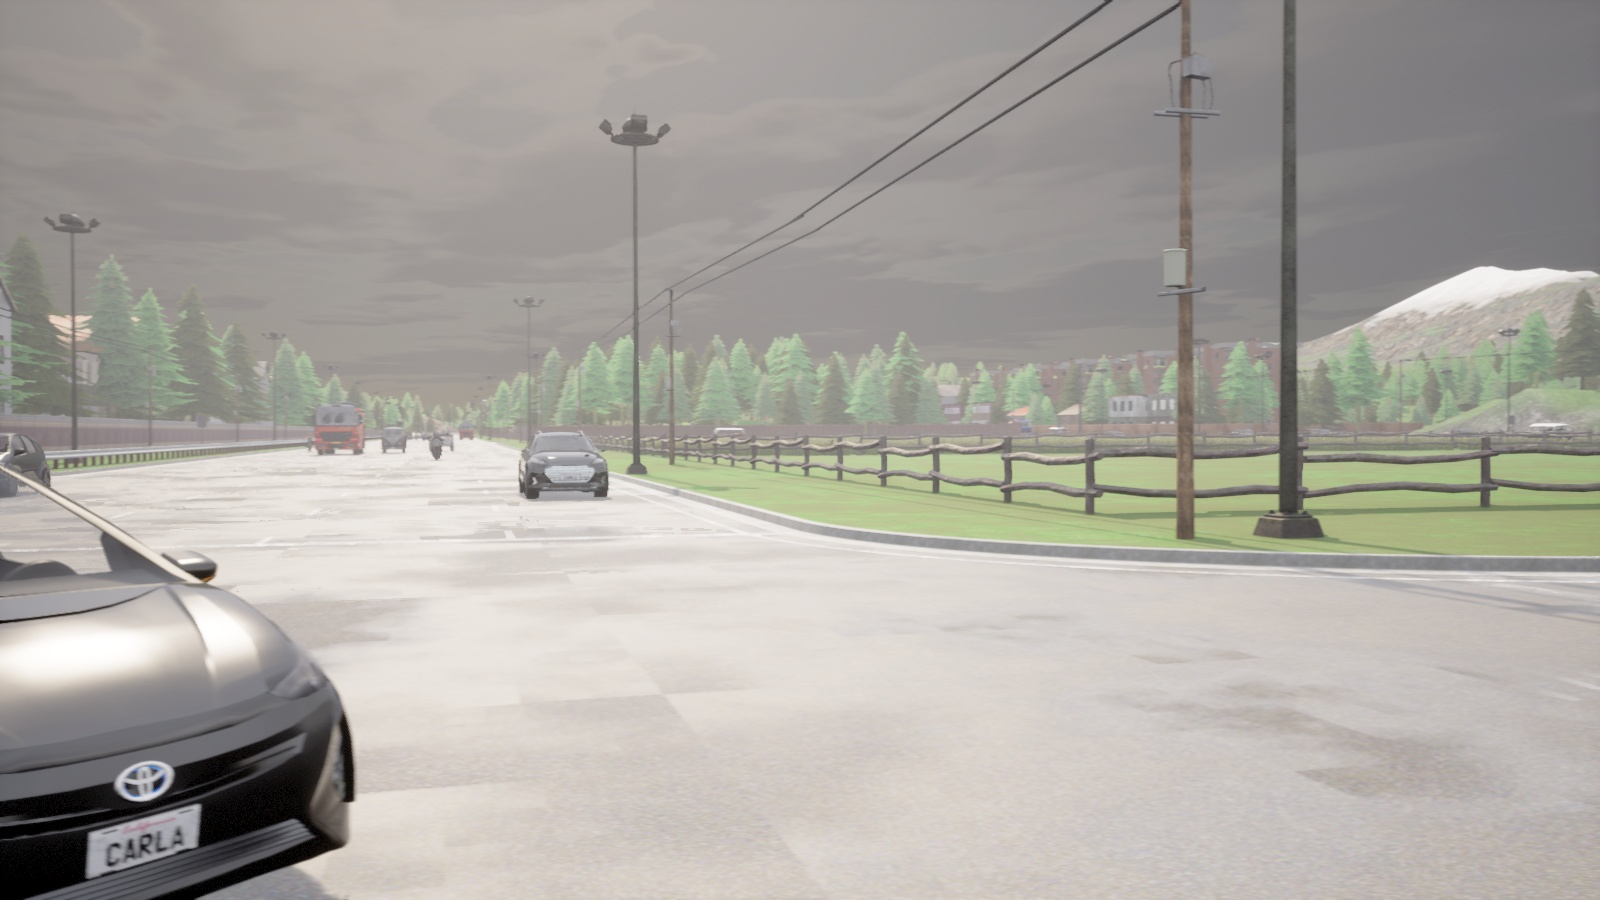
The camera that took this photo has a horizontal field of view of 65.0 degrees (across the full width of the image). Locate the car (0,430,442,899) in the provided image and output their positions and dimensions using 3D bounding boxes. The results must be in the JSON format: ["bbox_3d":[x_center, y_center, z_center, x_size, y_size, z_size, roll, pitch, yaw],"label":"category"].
[{"bbox_3d":[-3.657,0.690,4.633,4.514,1.525,2.007,1,1,33],"label":"car"}]

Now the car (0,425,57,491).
[{"bbox_3d":[-20.716,0.159,32.231,1.851,1.617,3.988,0,1,-15],"label":"car"}]

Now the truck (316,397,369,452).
[{"bbox_3d":[-33.328,-1.843,91.712,2.891,3.827,8.468,0,1,-15],"label":"truck"}]

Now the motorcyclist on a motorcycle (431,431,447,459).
[{"bbox_3d":[-20.421,-0.282,71.013,0.866,1.530,2.191,0,1,-15],"label":"motorcyclist on a motorcycle"}]

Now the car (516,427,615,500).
[{"bbox_3d":[-5.886,0.269,31.066,2.033,1.649,4.856,0,1,-15],"label":"car"}]
